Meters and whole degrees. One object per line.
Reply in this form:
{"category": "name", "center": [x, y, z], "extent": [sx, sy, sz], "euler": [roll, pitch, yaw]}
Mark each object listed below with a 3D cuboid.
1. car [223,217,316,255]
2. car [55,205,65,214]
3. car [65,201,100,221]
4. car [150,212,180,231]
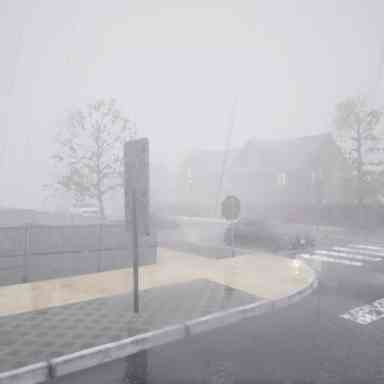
{"category": "car", "center": [3.210, 1.778, 14.509], "extent": [1.994, 1.385, 4.181], "euler": [-1, -1, -33]}
{"category": "car", "center": [-19.991, 2.760, 52.092], "extent": [2.033, 1.411, 5.357], "euler": [-1, -1, -36]}
{"category": "car", "center": [-11.096, 2.021, 34.794], "extent": [2.150, 2.045, 5.566], "euler": [-1, -1, -36]}
{"category": "car", "center": [-2.780, 2.062, 23.188], "extent": [1.895, 1.301, 4.718], "euler": [-1, -1, -36]}
